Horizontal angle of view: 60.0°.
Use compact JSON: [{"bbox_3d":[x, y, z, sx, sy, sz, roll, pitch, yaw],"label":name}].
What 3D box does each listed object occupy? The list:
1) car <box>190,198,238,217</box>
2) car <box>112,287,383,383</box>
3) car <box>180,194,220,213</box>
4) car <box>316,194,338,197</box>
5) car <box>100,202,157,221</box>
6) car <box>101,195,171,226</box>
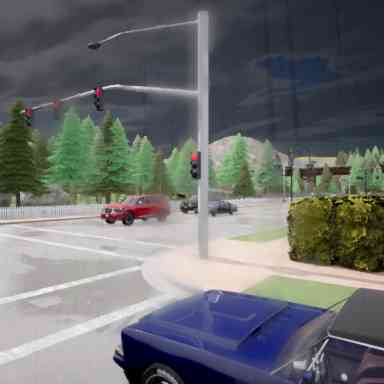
[{"bbox_3d":[2.457,1.547,32.232,2.033,1.411,5.357,0,0,38],"label":"car"},{"bbox_3d":[1.502,1.601,2.894,4.718,1.301,1.895,0,0,36],"label":"car"},{"bbox_3d":[1.079,1.221,36.119,2.150,2.045,5.566,0,0,39],"label":"car"},{"bbox_3d":[15.207,1.221,36.750,2.150,2.045,5.566,0,0,38],"label":"car"},{"bbox_3d":[-5.258,1.601,28.138,1.895,1.301,4.718,0,0,38],"label":"car"},{"bbox_3d":[-3.911,1.221,24.203,2.150,2.045,5.566,0,0,38],"label":"car"}]
